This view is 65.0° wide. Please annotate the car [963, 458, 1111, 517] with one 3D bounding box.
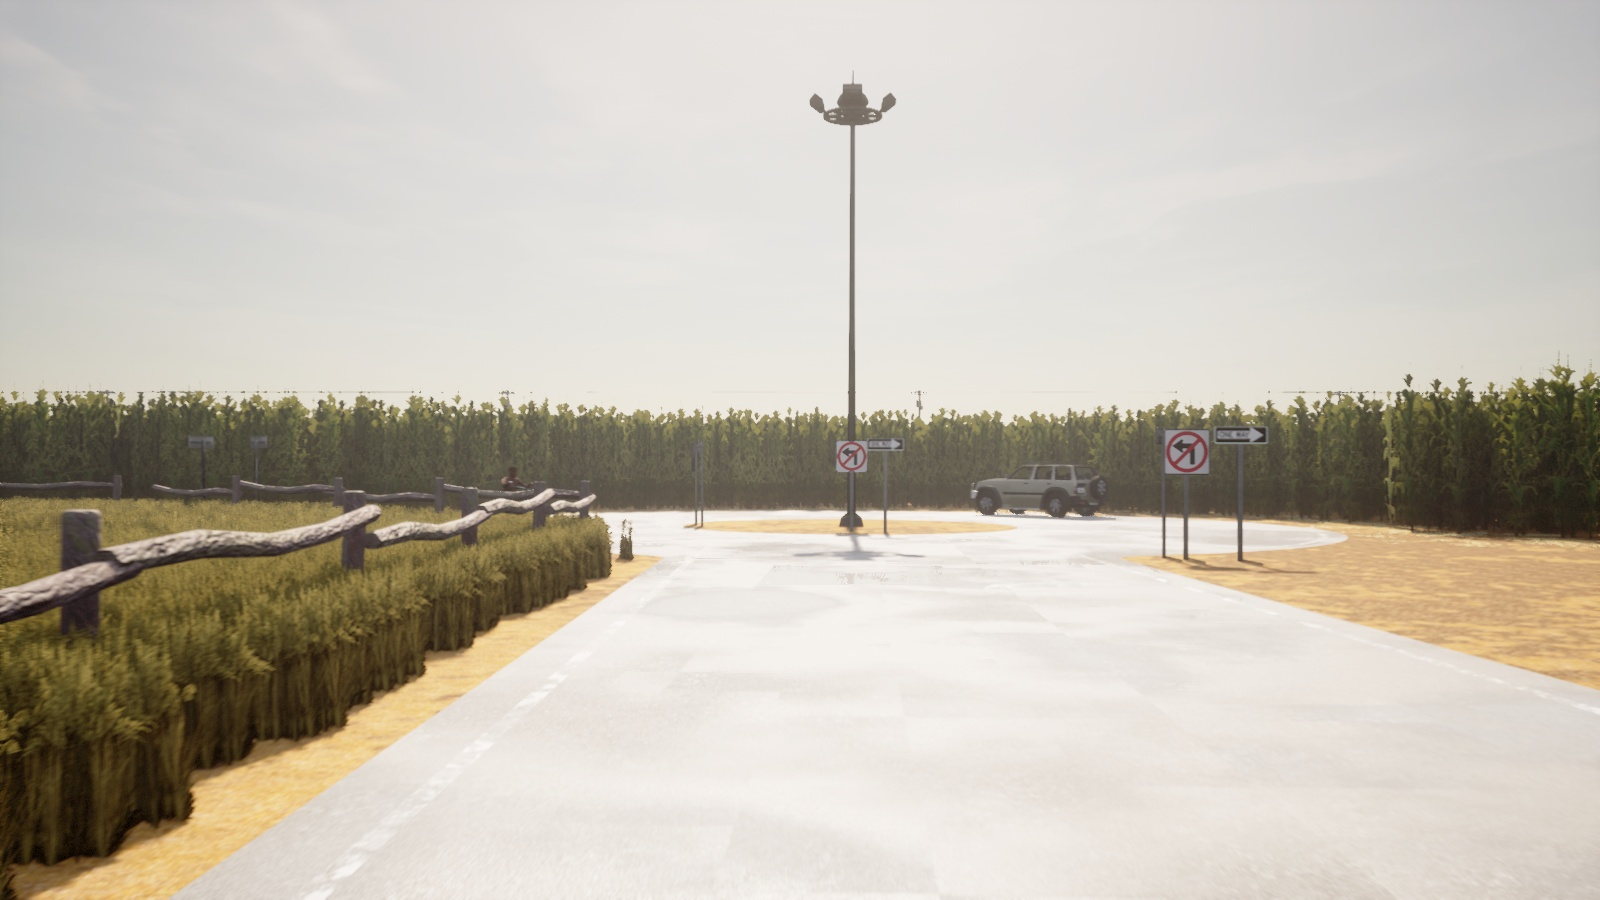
[{"bbox_3d":[7.900,1.237,42.176,1.932,1.855,4.605,1,-2,-43],"label":"car"}]
